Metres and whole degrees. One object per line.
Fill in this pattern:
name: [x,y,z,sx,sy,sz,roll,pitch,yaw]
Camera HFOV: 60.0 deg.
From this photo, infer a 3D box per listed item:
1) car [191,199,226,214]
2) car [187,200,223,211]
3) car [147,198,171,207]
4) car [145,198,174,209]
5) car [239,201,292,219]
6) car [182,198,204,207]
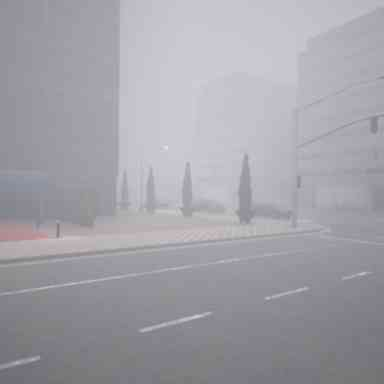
car: [2.005,1.581,39.448,2.097,1.767,4.553,1,0,-35]
car: [1.705,1.809,45.988,2.033,1.411,5.357,1,0,-35]
car: [-5.738,1.741,56.698,1.882,1.535,5.008,1,0,-35]
car: [-5.163,1.830,49.719,1.895,1.301,4.718,1,0,-35]
car: [7.365,1.775,31.730,2.033,1.411,5.357,1,0,-34]
car: [0.102,1.894,60.839,1.994,1.385,4.181,1,0,-34]
